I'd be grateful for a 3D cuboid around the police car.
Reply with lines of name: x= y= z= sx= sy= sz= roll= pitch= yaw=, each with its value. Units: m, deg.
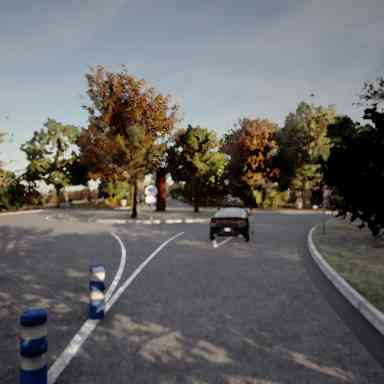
police car: x=2.198 y=1.487 z=17.413 sx=1.930 sy=1.638 sz=5.238 roll=0 pitch=0 yaw=14
